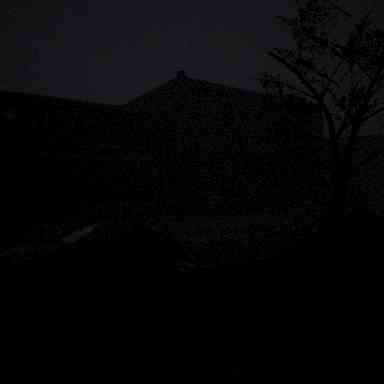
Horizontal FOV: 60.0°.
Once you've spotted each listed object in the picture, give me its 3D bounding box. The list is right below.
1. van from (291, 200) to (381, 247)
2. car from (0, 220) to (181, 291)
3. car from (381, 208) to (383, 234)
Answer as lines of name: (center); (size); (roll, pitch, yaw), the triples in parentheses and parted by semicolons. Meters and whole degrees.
van: (6.444, 1.366, 15.327); (4.442, 1.987, 1.878); (1, 0, -33)
car: (-2.473, 1.499, 8.931); (4.674, 1.452, 2.002); (1, 0, -35)
car: (11.066, 1.637, 18.632); (4.892, 1.521, 2.231); (2, -1, -37)
